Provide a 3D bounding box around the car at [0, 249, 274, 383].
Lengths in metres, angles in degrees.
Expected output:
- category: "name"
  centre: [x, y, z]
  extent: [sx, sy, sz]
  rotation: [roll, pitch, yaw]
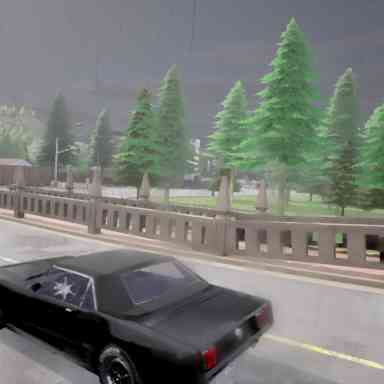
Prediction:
- category: "car"
  centre: [-1.355, 1.558, 4.948]
  extent: [4.718, 1.301, 1.895]
  rotation: [1, 1, 35]
